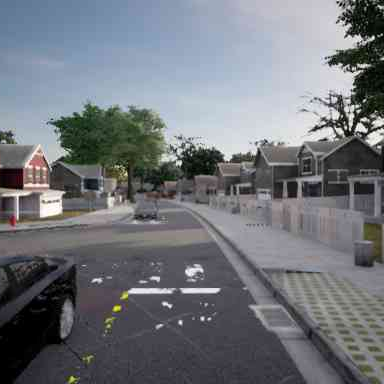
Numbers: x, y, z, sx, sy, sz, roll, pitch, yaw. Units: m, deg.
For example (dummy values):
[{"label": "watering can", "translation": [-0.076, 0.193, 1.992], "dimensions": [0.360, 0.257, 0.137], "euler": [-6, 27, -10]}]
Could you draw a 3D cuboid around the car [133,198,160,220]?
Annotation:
[{"label": "car", "translation": [-3.791, 1.569, 27.837], "dimensions": [1.837, 1.490, 4.892], "euler": [0, 0, -4]}]

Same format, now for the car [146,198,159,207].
[{"label": "car", "translation": [-6.404, 1.677, 53.726], "dimensions": [1.895, 1.301, 4.718], "euler": [0, 0, -7]}]

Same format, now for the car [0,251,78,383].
[{"label": "car", "translation": [-2.796, 1.480, 3.537], "dimensions": [1.882, 1.535, 5.008], "euler": [0, 0, -1]}]
